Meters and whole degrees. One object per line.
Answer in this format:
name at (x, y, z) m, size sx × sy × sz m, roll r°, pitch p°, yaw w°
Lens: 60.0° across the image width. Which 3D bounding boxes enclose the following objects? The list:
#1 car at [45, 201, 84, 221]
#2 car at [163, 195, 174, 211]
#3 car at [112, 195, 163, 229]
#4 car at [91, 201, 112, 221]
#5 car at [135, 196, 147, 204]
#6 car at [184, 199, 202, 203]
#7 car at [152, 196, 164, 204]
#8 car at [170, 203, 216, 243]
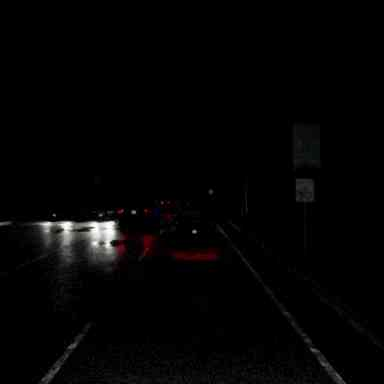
car at (-10.586, 1.573, 27.997) m, size 1.837 × 1.490 × 4.892 m, roll 0°, pitch 0°, yaw 0°
car at (-3.390, 1.319, 40.511) m, size 2.150 × 2.045 × 5.566 m, roll 0°, pitch 0°, yaw 0°
car at (-3.395, 1.275, 22.066) m, size 2.150 × 2.045 × 5.566 m, roll 0°, pitch 0°, yaw 0°
car at (-7.086, 1.560, 28.277) m, size 2.128 × 1.511 × 4.902 m, roll 0°, pitch 0°, yaw 0°
car at (-10.480, 1.559, 68.578) m, size 1.882 × 1.535 × 5.008 m, roll 0°, pitch 0°, yaw 0°
car at (0.111, 1.584, 38.608) m, size 2.128 × 1.511 × 4.902 m, roll 0°, pitch 0°, yaw 0°
car at (-6.980, 1.603, 68.989) m, size 2.128 × 1.511 × 4.902 m, roll 0°, pitch 0°, yaw 0°
car at (0.105, 1.517, 16.456) m, size 1.882 × 1.535 × 5.008 m, roll 0°, pitch 0°, yaw 0°
